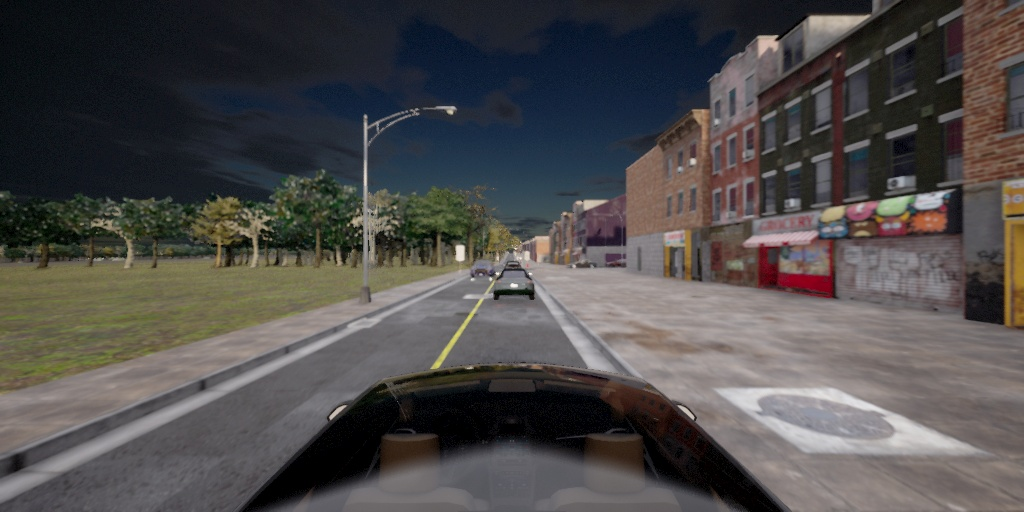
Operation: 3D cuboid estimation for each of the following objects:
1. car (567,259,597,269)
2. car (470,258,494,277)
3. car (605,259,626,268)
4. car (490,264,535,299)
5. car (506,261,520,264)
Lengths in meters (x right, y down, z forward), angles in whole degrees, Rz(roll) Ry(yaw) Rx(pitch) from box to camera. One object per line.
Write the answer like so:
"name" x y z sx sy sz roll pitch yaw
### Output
"car" 10.455 1.148 53.569 4.403 1.370 2.007 0 0 0
"car" -2.791 1.110 34.831 2.097 1.767 4.553 0 0 1
"car" 15.985 1.060 53.566 4.207 1.307 1.802 0 0 0
"car" 0.102 1.312 18.165 1.994 1.385 4.181 0 0 0
"car" 0.105 1.275 37.686 1.837 1.490 4.892 0 0 0
